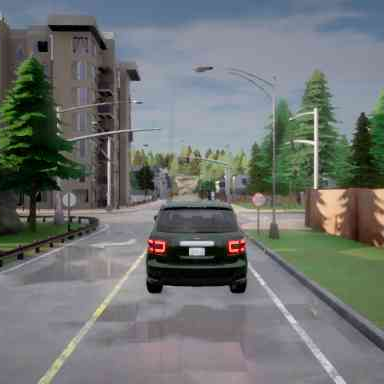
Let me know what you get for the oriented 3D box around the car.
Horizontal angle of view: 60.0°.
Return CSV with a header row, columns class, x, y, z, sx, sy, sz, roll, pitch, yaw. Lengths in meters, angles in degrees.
class,x,y,z,sx,sy,sz,roll,pitch,yaw
car,0.098,1.221,8.979,2.150,2.045,5.566,0,0,0
